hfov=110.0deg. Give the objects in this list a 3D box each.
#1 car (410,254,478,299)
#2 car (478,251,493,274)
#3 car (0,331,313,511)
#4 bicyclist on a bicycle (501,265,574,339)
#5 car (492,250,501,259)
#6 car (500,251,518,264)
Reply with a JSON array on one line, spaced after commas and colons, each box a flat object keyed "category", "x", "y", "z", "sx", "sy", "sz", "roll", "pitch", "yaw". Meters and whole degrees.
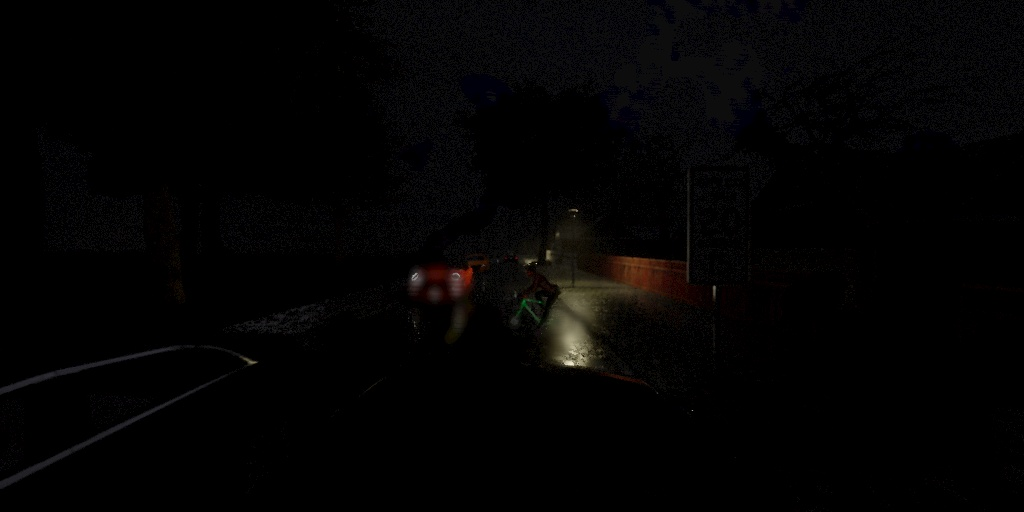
[{"category": "car", "x": -2.892, "y": 0.788, "z": 15.660, "sx": 2.097, "sy": 1.767, "sz": 4.553, "roll": 0, "pitch": 1, "yaw": 0}, {"category": "car", "x": -2.907, "y": 0.592, "z": 29.722, "sx": 1.882, "sy": 1.535, "sz": 5.008, "roll": 0, "pitch": 2, "yaw": 1}, {"category": "car", "x": -2.847, "y": 1.247, "z": 1.486, "sx": 2.128, "sy": 1.511, "sz": 4.902, "roll": 0, "pitch": 1, "yaw": 0}, {"category": "bicyclist on a bicycle", "x": 0.569, "y": 1.025, "z": 8.028, "sx": 1.656, "sy": 1.620, "sz": 0.582, "roll": 0, "pitch": 1, "yaw": 0}, {"category": "car", "x": -2.999, "y": -0.302, "z": 65.374, "sx": 2.128, "sy": 1.511, "sz": 4.902, "roll": 0, "pitch": 2, "yaw": 0}, {"category": "car", "x": -0.113, "y": 0.253, "z": 46.424, "sx": 2.033, "sy": 1.411, "sz": 5.357, "roll": 0, "pitch": 1, "yaw": 0}]
